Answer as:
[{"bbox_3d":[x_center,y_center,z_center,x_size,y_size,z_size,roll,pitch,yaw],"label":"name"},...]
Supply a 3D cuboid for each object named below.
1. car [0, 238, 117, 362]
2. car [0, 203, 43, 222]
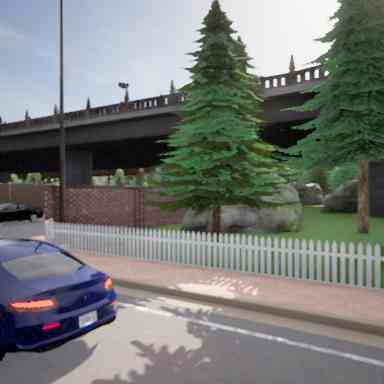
[{"bbox_3d":[-3.336,1.538,5.678,4.674,1.442,1.812,0,0,32],"label":"car"},{"bbox_3d":[-13.803,1.587,25.056,1.882,1.535,5.008,0,0,31],"label":"car"}]
